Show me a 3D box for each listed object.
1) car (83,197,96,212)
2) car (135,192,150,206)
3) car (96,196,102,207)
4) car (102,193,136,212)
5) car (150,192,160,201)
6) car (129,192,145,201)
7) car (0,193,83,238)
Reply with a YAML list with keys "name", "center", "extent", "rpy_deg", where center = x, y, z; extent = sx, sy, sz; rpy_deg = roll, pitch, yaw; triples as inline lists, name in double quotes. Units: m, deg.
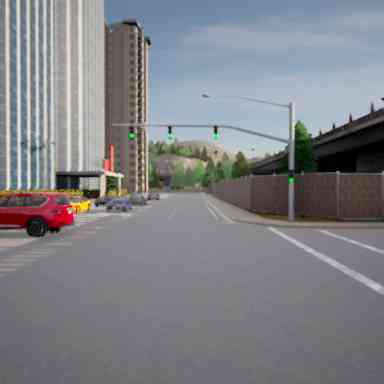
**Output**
- name: "car"
  center: [-10.486, 1.117, 29.579]
  extent: [1.882, 1.535, 5.008]
  rpy_deg: [0, 1, 0]
- name: "car"
  center: [-6.932, 1.013, 42.237]
  extent: [1.812, 1.442, 4.674]
  rpy_deg: [0, 1, 0]
- name: "car"
  center: [-10.437, 1.071, 40.689]
  extent: [1.994, 1.385, 4.181]
  rpy_deg: [0, 1, 0]
- name: "car"
  center: [-6.973, 1.133, 32.248]
  extent: [1.812, 1.442, 4.674]
  rpy_deg: [0, 1, 0]
- name: "car"
  center: [-6.815, 0.772, 59.517]
  extent: [2.128, 1.511, 4.902]
  rpy_deg: [0, 1, 1]
- name: "car"
  center: [-10.273, 0.795, 62.335]
  extent: [2.033, 1.411, 5.357]
  rpy_deg: [0, 1, 1]
- name: "car"
  center: [-8.564, 1.061, 16.082]
  extent: [5.566, 2.045, 2.150]
  rpy_deg: [0, 1, 0]
